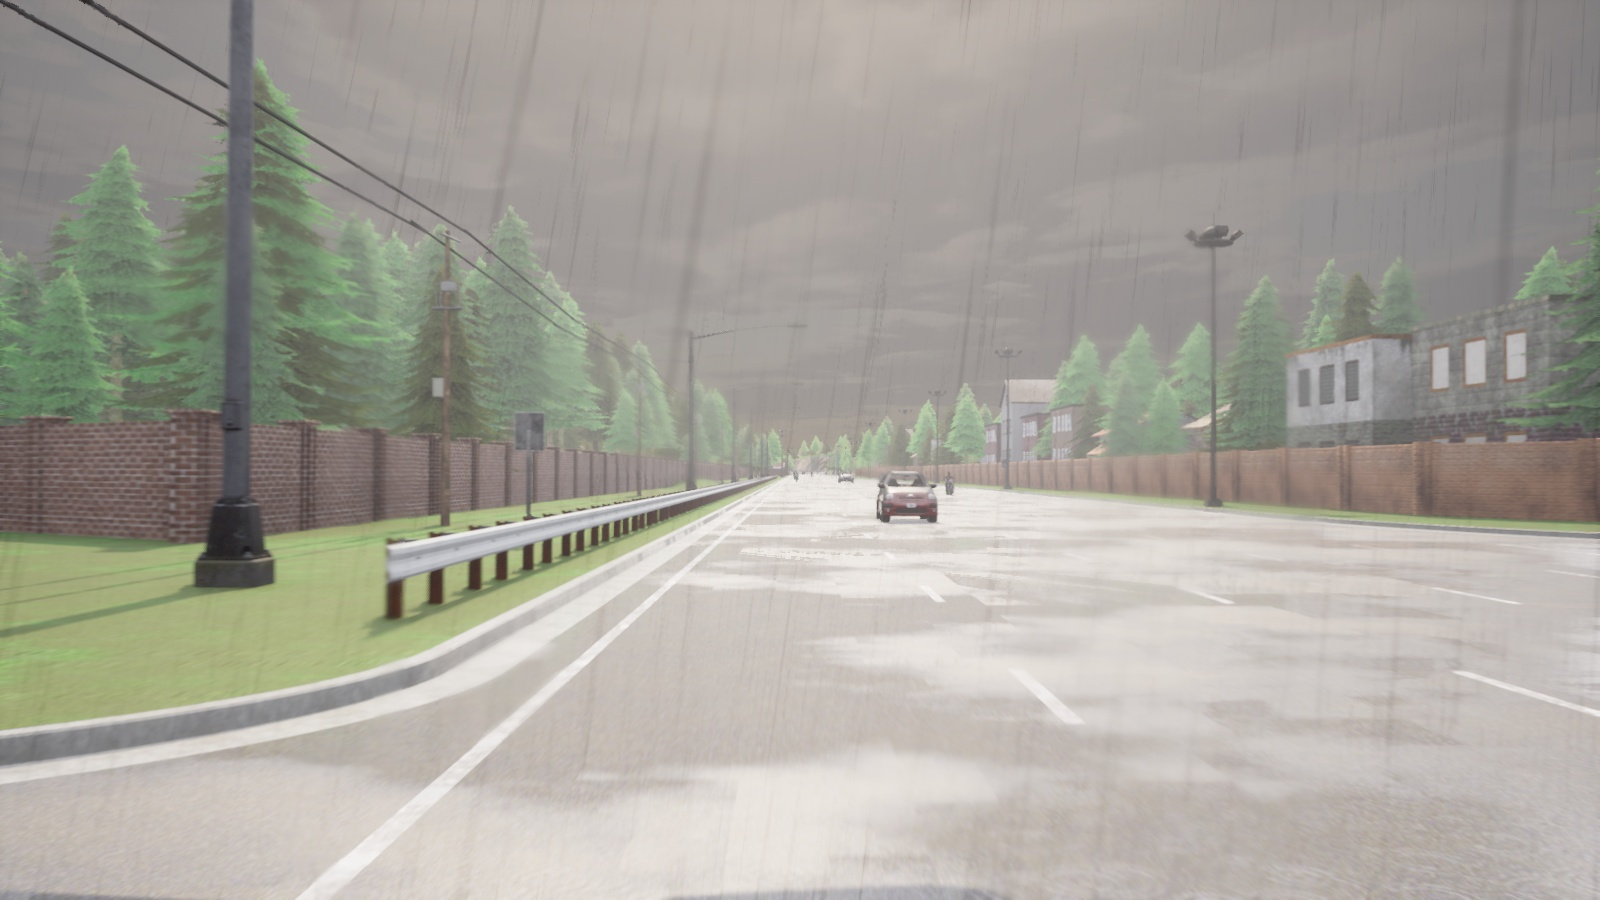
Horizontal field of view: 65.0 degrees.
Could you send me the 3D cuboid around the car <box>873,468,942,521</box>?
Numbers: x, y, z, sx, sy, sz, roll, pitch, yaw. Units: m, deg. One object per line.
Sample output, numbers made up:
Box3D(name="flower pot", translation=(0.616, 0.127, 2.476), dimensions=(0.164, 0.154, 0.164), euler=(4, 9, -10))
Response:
Box3D(name="car", translation=(3.400, 1.405, 40.373), dimensions=(1.851, 1.617, 3.988), euler=(0, -1, 0))
